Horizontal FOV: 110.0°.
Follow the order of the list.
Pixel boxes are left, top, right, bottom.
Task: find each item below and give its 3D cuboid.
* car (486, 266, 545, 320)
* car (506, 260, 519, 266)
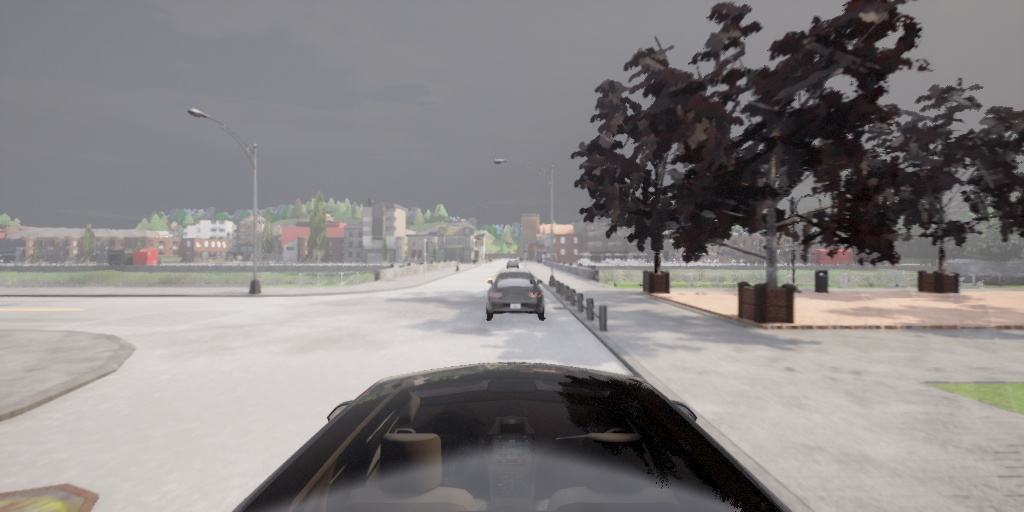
[{"bbox_3d":[0.104,1.260,12.485,1.812,1.442,4.674,0,0,0],"label":"car"},{"bbox_3d":[0.123,1.237,55.598,1.994,1.385,4.181,0,0,0],"label":"car"}]
